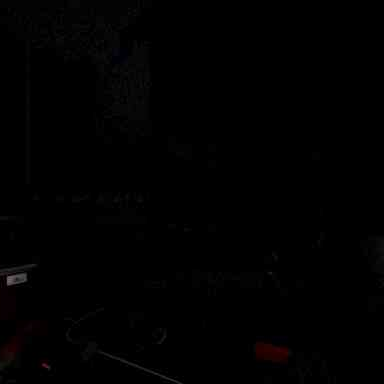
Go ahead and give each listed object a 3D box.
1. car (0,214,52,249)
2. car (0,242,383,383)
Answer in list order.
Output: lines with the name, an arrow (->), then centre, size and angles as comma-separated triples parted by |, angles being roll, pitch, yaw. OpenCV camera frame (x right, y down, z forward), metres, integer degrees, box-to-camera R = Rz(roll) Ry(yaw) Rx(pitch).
car -> -4.422, 1.316, 6.098 | 5.009, 1.841, 2.192 | 0, 0, 35
car -> 0.012, 1.440, 2.951 | 4.097, 1.590, 1.967 | 0, 0, 35
